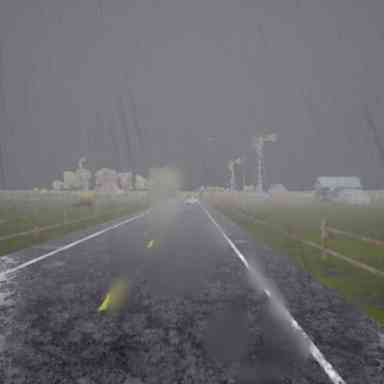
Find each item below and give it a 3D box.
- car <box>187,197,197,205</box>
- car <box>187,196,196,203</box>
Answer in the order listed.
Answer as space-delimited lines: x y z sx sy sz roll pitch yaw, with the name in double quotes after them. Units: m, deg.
-0.016 1.847 65.048 1.895 1.301 4.718 0 0 0 "car"
-0.018 1.712 75.023 1.994 1.385 4.181 0 0 0 "car"
